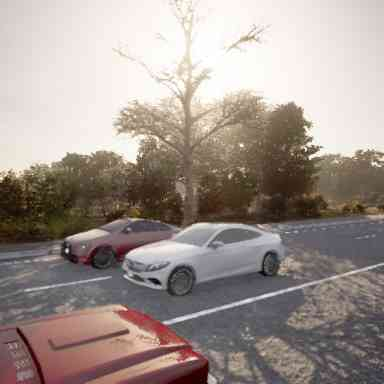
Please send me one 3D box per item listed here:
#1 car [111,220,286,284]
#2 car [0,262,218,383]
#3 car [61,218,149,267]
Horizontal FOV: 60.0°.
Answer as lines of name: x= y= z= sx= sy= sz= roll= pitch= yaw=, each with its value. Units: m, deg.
car: x=0.522 y=1.534 z=8.719 sx=4.674 sy=1.442 sz=1.812 roll=0 pitch=0 yaw=-36
car: x=-2.104 y=1.604 z=2.272 sx=4.718 sy=1.301 sz=1.895 roll=0 pitch=0 yaw=-35
car: x=-2.114 y=1.575 z=11.132 sx=4.181 sy=1.385 sz=1.994 roll=0 pitch=0 yaw=-36
